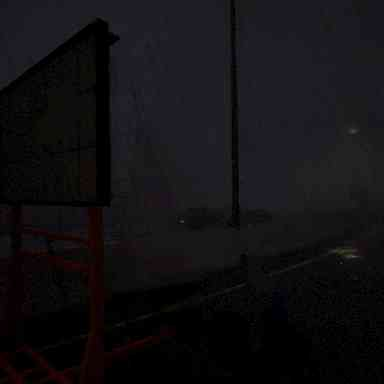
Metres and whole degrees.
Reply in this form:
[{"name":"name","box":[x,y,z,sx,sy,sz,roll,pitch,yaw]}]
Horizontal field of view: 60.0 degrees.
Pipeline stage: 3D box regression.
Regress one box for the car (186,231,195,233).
[{"name":"car","box":[0.217,1.720,20.576,2.128,1.511,4.902,-1,-1,39]}]

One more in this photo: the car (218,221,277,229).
[{"name":"car","box":[3.426,1.732,19.002,1.994,1.385,4.181,-1,-1,38]}]

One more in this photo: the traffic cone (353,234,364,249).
[{"name":"traffic cone","box":[6.824,2.019,13.601,0.340,0.580,0.340,-1,-1,45]}]

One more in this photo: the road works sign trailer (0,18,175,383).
[{"name":"road works sign trailer","box":[-1.272,0.524,3.318,2.380,3.560,2.880,-1,-1,45]}]

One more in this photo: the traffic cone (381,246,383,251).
[{"name":"traffic cone","box":[7.534,2.001,12.897,0.340,0.580,0.340,-1,-1,45]}]
